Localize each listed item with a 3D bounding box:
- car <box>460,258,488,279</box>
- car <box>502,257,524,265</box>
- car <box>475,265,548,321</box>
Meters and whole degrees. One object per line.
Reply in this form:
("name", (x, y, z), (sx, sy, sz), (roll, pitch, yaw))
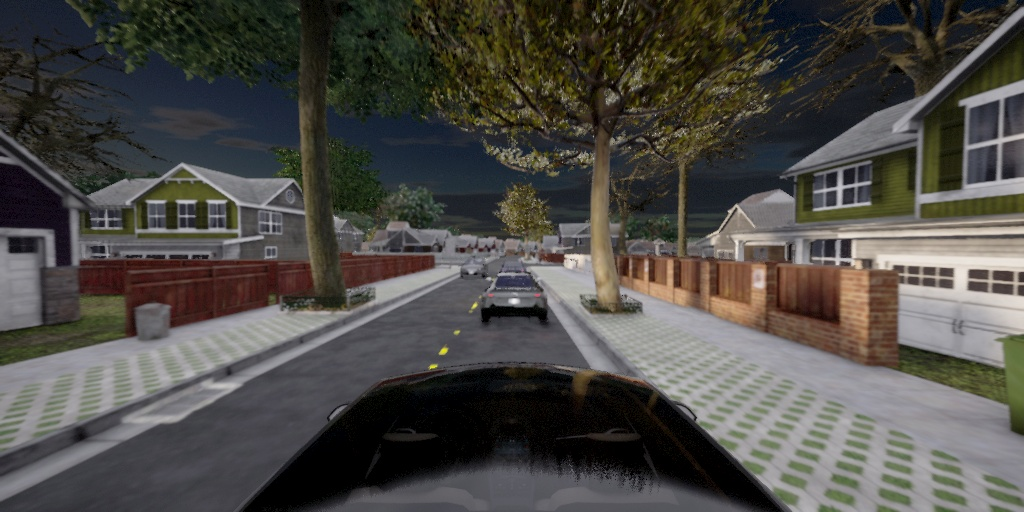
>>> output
("car", (-2.834, 0.882, 27.639), (2.128, 1.511, 4.902), (0, 1, 0))
("car", (0.078, 1.004, 26.723), (1.895, 1.301, 4.718), (0, 1, 0))
("car", (0.075, 1.177, 11.828), (1.994, 1.385, 4.181), (0, 1, 0))
